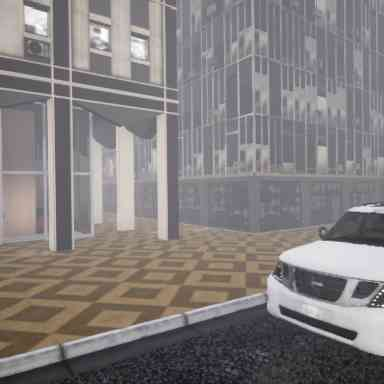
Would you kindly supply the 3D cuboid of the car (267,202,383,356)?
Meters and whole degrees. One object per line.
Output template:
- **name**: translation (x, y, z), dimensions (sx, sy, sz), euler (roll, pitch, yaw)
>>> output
- **car**: translation (3.832, 1.222, 6.001), dimensions (5.566, 2.045, 2.150), euler (0, 0, -36)
